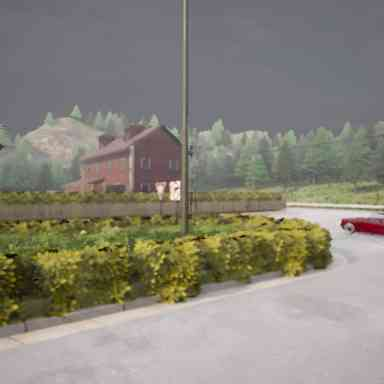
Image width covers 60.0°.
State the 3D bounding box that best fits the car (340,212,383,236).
[{"bbox_3d":[9.882,1.685,16.990,1.895,1.301,4.718,0,0,-17],"label":"car"}]
